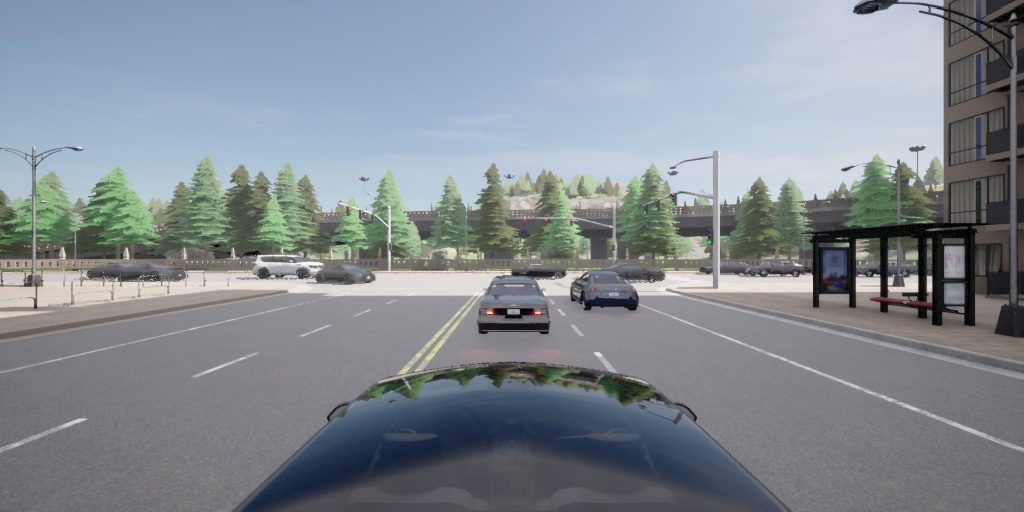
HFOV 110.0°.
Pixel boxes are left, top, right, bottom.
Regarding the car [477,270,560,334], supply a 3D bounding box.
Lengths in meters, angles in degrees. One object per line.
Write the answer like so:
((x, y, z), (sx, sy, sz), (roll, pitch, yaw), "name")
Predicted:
((0.060, 1.297, 10.545), (2.033, 1.411, 5.357), (0, 0, 1), "car")

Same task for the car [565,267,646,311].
((3.580, 1.314, 14.556), (1.994, 1.385, 4.181), (0, 0, 0), "car")

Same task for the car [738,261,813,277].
((24.528, 1.186, 33.550), (4.902, 1.511, 2.128), (0, 0, 2), "car")

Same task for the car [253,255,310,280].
((-18.889, 0.917, 30.515), (5.566, 2.045, 2.150), (0, 0, 1), "car")

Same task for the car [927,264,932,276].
((42.036, 1.220, 34.859), (4.674, 1.442, 1.812), (0, 0, 19), "car")

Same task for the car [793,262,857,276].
((31.991, 1.295, 36.729), (4.718, 1.301, 1.895), (0, 0, 4), "car")

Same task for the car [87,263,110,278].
((-33.321, 1.258, 30.603), (4.181, 1.385, 1.994), (0, 0, 0), "car")

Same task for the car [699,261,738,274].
((22.412, 1.242, 37.131), (5.357, 1.411, 2.033), (0, 0, 1), "car")

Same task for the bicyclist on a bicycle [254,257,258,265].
((-29.460, 0.995, 41.648), (0.582, 1.620, 1.656), (0, 0, 1), "bicyclist on a bicycle")

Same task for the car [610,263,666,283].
((8.923, 1.233, 26.636), (4.674, 1.442, 1.812), (-1, 0, 1), "car")

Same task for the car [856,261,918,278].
((33.866, 1.186, 33.006), (4.902, 1.511, 2.128), (0, 0, 6), "car")

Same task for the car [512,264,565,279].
((2.262, 1.321, 30.228), (4.718, 1.301, 1.895), (0, 0, 1), "car")

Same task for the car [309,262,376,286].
((-11.744, 1.280, 25.393), (4.181, 1.385, 1.994), (1, 0, 21), "car")

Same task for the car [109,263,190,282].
((-27.064, 1.258, 27.093), (4.181, 1.385, 1.994), (0, 0, 0), "car")
